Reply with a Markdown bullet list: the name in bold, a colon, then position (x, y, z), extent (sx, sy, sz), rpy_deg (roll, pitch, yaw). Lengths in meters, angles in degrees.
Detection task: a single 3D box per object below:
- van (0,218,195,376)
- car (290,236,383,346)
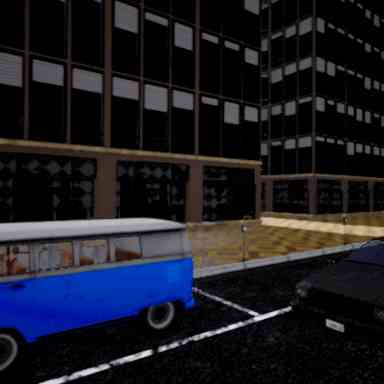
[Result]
- **van**: position (-1.857, 1.347, 5.229), extent (3.998, 1.788, 1.690), rpy_deg (0, 0, -35)
- **car**: position (4.263, 1.574, 6.403), extent (5.357, 1.411, 2.033), rpy_deg (0, 0, -35)
